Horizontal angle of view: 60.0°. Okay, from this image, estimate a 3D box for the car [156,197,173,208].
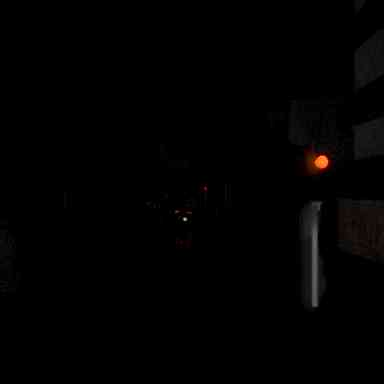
[{"bbox_3d":[-4.114,1.545,50.256,2.033,1.411,5.357,0,0,1],"label":"car"}]

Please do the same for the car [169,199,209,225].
[{"bbox_3d":[0.017,1.504,23.935,1.837,1.490,4.892,3,0,11],"label":"car"}]

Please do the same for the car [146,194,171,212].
[{"bbox_3d":[-4.133,1.220,39.613,2.150,2.045,5.566,0,0,0],"label":"car"}]

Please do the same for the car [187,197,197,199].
[{"bbox_3d":[0.057,1.476,45.460,1.882,1.535,5.008,0,0,0],"label":"car"}]
